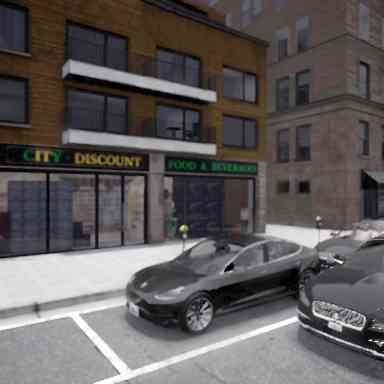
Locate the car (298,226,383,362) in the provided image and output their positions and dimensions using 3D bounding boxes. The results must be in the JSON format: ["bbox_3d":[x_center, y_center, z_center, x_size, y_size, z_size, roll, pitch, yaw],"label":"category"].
[{"bbox_3d":[3.874,1.516,5.753,4.892,1.490,1.837,0,0,-35],"label":"car"}]

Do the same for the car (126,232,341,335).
[{"bbox_3d":[0.831,1.574,6.732,4.313,1.339,1.947,0,0,-35],"label":"car"}]

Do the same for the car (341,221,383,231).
[{"bbox_3d":[5.365,1.569,9.878,4.403,1.369,2.008,0,0,-35],"label":"car"}]
